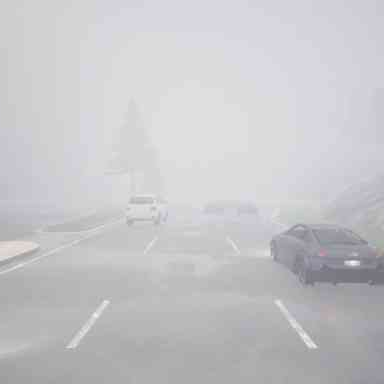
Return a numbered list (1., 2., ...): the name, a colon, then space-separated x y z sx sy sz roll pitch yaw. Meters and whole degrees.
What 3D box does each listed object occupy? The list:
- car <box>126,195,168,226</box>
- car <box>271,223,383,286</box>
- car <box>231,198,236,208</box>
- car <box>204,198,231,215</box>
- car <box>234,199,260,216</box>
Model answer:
1. car: -3.092 1.223 23.758 2.150 2.045 5.566 0 0 4
2. car: 3.601 1.564 9.460 1.994 1.385 4.181 0 0 0
3. car: 5.267 1.526 44.061 1.812 1.442 4.674 0 0 16
4. car: 2.511 1.526 34.102 1.812 1.442 4.674 0 0 15
5. car: 5.457 1.526 31.933 1.812 1.442 4.674 0 0 15
